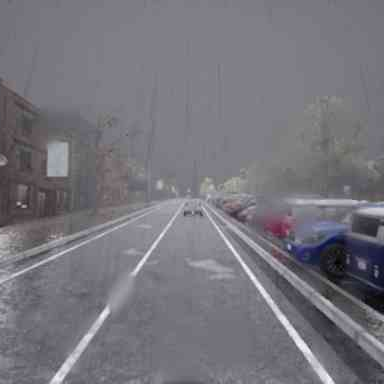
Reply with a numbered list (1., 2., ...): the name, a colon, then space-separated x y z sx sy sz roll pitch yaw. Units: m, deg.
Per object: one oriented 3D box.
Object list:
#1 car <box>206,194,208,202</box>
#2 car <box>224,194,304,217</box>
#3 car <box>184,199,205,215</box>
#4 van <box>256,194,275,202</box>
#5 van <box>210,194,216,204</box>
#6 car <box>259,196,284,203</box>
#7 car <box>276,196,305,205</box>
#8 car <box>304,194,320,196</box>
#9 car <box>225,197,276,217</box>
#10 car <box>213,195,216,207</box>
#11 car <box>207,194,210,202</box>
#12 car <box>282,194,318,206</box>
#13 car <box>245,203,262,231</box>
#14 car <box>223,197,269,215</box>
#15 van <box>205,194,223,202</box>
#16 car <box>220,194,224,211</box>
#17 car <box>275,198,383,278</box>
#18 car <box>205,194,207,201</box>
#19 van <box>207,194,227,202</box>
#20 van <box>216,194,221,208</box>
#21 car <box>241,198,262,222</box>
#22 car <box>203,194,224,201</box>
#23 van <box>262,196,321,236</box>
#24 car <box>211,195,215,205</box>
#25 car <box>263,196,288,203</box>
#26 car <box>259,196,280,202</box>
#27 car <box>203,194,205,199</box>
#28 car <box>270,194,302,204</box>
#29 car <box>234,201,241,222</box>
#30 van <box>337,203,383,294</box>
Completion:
1. car: 5.632 1.584 60.415 5.008 1.535 2.097 0 0 0
2. car: 5.648 1.306 26.779 5.566 2.045 2.435 0 0 0
3. car: 0.107 1.688 34.440 1.895 1.301 4.718 0 0 0
4. van: 18.809 1.449 85.706 4.442 1.987 1.878 0 0 0
5. van: 5.531 1.350 52.008 4.442 1.987 1.878 0 0 0
6. car: 18.513 1.639 77.348 5.366 1.575 1.946 0 0 0
7. car: 18.708 1.593 63.422 5.008 1.535 2.097 0 0 0
8. car: 18.695 1.329 55.192 5.566 2.045 2.435 0 0 0
9. car: 5.639 1.436 32.385 4.553 1.767 2.185 0 0 0
10. car: 5.652 1.570 43.598 5.008 1.535 2.097 0 0 0
11. car: 5.826 1.577 57.615 5.366 1.575 1.946 0 0 0
12. car: 18.691 1.331 57.854 5.566 2.045 2.435 0 0 0
13. car: 5.680 1.552 18.369 4.892 1.521 2.231 0 0 0
14. car: 5.635 1.438 35.189 4.553 1.767 2.185 0 0 0
15. van: 5.498 1.436 82.843 4.442 1.987 1.878 0 0 0
16. car: 5.645 1.308 29.582 5.566 2.045 2.435 0 0 0
17. car: 5.668 1.293 9.958 5.566 2.045 2.435 0 0 0
18. car: 5.623 1.607 68.820 4.892 1.521 2.231 0 0 0
19. van: 5.735 1.414 77.236 4.442 1.987 1.878 0 0 0
20. van: 5.544 1.342 40.795 4.442 1.987 1.878 0 0 0
21. car: 5.714 1.427 21.172 4.553 1.767 2.185 0 0 0
22. car: 5.641 1.436 88.448 5.566 2.045 2.435 0 0 0
23. van: 5.806 1.323 15.566 4.442 1.987 1.878 0 0 0
24. car: 5.621 1.604 49.205 4.792 1.488 2.163 0 0 0
25. car: 18.695 1.631 74.562 5.008 1.535 2.097 0 0 0
26. car: 18.693 1.693 80.133 4.674 1.452 2.002 0 0 0
27. car: 5.653 1.366 71.629 5.566 2.045 2.435 0 0 0
28. car: 18.682 1.348 66.210 5.566 2.045 2.435 0 0 0
29. car: 5.677 1.595 23.975 4.674 1.452 2.002 0 0 0
30. van: 5.816 1.316 7.158 4.442 1.987 1.878 0 0 0
